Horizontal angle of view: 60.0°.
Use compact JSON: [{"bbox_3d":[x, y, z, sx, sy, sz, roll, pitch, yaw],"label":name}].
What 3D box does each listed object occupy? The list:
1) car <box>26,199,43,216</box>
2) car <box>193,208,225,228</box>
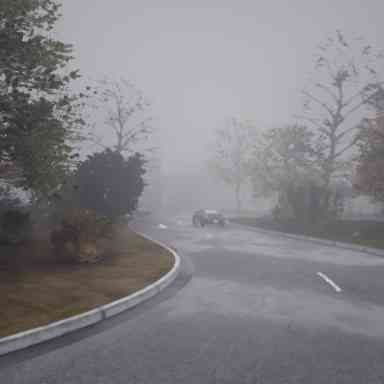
[{"bbox_3d":[-24.152,2.078,49.541,2.435,2.045,5.566,0,-1,-18],"label":"car"},{"bbox_3d":[1.304,2.017,26.689,1.812,1.442,4.674,1,-1,-11],"label":"car"}]
